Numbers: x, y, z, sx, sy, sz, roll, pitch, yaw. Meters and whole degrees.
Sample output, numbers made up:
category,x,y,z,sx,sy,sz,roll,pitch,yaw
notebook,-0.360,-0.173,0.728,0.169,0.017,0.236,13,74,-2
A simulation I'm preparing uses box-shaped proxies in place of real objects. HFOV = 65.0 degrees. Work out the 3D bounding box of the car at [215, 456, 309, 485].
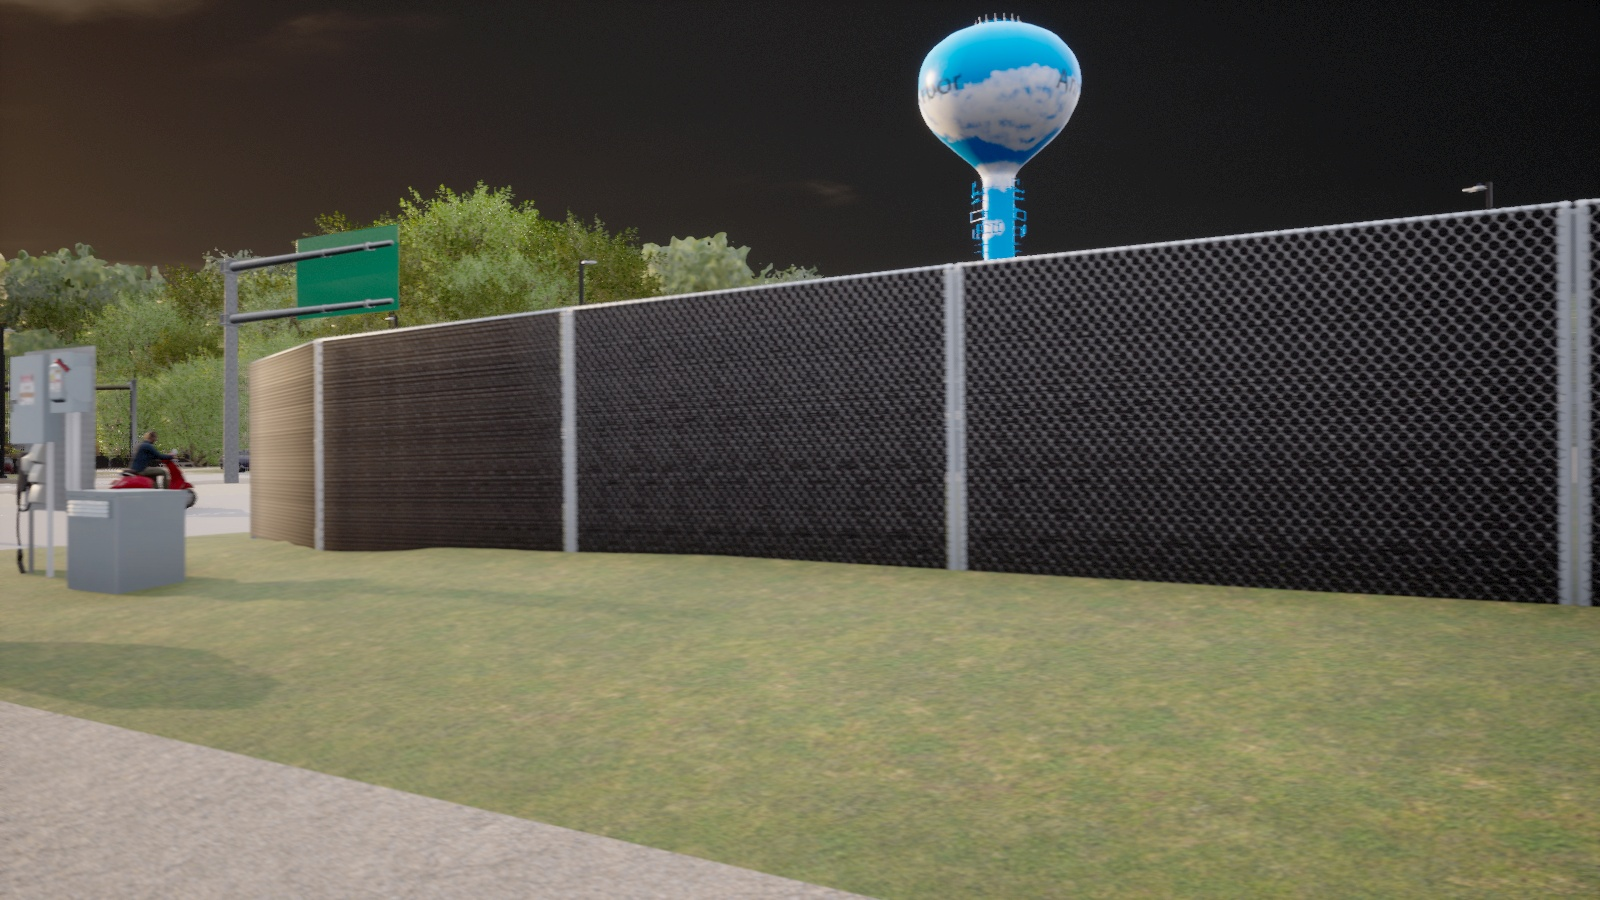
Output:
category,x,y,z,sx,sy,sz,roll,pitch,yaw
car,-32.463,1.224,75.955,4.792,1.488,2.163,-3,1,-10

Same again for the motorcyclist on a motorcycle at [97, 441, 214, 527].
category,x,y,z,sx,sy,sz,roll,pitch,yaw
motorcyclist on a motorcycle,-12.787,0.653,24.966,0.866,1.590,1.817,-1,1,34
